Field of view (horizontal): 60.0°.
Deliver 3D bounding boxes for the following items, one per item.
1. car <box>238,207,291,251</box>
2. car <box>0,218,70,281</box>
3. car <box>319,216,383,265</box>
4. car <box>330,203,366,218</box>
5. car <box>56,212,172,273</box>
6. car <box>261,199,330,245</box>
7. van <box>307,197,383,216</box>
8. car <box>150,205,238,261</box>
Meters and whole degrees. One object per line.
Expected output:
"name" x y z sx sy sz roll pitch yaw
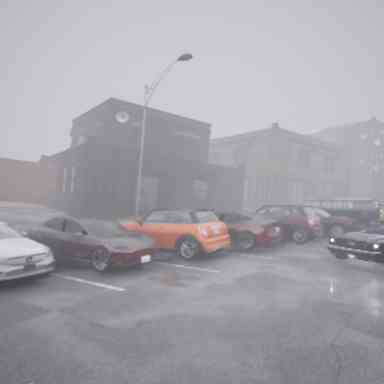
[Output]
"car" 1.411 1.535 14.255 4.792 1.488 2.163 -1 -1 34
"car" -5.696 1.514 8.999 4.674 1.452 2.002 -1 -1 34
"car" 6.750 1.642 11.195 4.718 1.301 1.895 0 0 -30
"car" 6.191 1.526 17.735 5.008 1.535 2.097 -1 -1 34
"car" -3.293 1.514 10.733 4.792 1.488 2.163 -1 -1 34
"car" 3.838 1.390 15.967 4.553 1.767 2.185 -1 -1 34
"van" 8.471 1.313 19.534 4.442 1.987 1.878 -1 -1 34
"car" -0.919 1.369 12.476 4.553 1.767 2.185 -1 -1 34
